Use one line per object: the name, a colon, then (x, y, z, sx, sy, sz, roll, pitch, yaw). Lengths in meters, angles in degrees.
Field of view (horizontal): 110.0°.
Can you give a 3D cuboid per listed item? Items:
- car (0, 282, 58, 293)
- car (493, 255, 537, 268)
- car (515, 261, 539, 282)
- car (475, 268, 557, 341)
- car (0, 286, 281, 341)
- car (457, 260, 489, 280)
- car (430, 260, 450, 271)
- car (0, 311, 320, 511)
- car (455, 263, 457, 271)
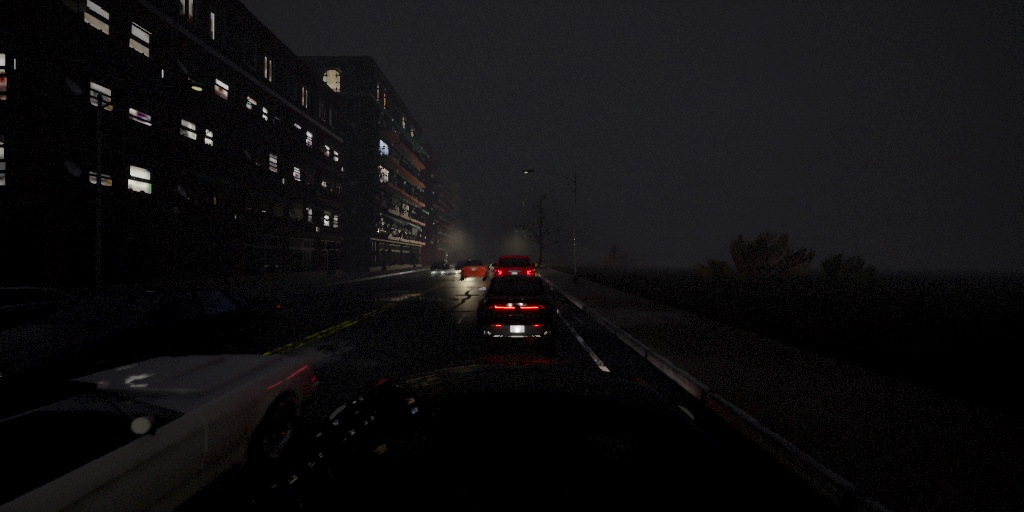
car: (-9.844, 1.242, 6.042, 2.128, 1.511, 4.902, 0, 0, 0)
car: (0.125, 0.975, 20.161, 2.150, 2.045, 5.566, 0, 0, 0)
car: (1.177, 1.209, 30.568, 1.801, 1.575, 5.366, 0, 0, 0)
car: (0.113, 1.256, 9.814, 1.837, 1.490, 4.892, 0, 0, 0)
car: (-6.592, 1.298, 6.595, 2.033, 1.411, 5.357, 0, 0, 0)
car: (-3.113, 1.105, 30.778, 2.097, 1.767, 4.553, 0, 0, -1)
car: (-9.784, 1.300, 49.248, 2.033, 1.411, 5.357, 0, 0, 0)
car: (-3.150, 1.351, 1.995, 1.895, 1.301, 4.718, 0, 0, 0)
car: (-6.534, 1.279, 48.451, 1.812, 1.442, 4.674, 0, 0, 0)
